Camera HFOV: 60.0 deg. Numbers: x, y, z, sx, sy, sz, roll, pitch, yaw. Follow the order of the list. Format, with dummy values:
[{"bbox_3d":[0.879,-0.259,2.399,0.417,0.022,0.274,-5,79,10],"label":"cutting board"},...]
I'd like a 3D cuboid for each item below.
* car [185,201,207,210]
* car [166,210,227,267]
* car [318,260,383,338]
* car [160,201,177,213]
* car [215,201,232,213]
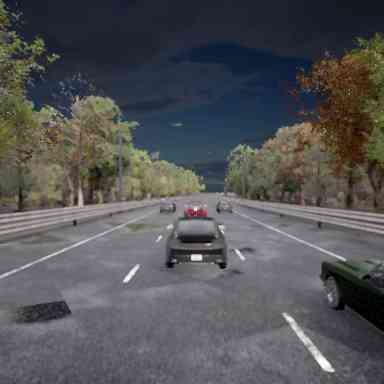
[{"bbox_3d":[0.362,1.614,31.922,2.097,1.767,4.553,0,-1,1],"label":"car"},{"bbox_3d":[0.144,1.604,11.723,1.837,1.490,4.892,0,0,0],"label":"car"},{"bbox_3d":[3.613,1.644,4.979,1.895,1.301,4.718,0,0,0],"label":"car"},{"bbox_3d":[-2.949,1.838,42.512,2.128,1.511,4.902,0,0,1],"label":"car"},{"bbox_3d":[4.056,1.840,42.688,2.128,1.511,4.902,0,0,1],"label":"car"}]
